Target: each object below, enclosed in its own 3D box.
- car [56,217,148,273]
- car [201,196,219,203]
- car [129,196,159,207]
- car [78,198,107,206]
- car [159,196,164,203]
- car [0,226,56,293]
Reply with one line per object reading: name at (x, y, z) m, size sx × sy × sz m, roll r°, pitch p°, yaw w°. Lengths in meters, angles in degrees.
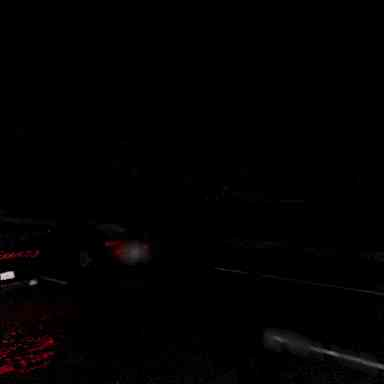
car at (-3.469, 1.531, 10.701) m, size 4.674 × 1.442 × 1.812 m, roll 0°, pitch 0°, yaw 35°
car at (3.755, 1.556, 67.810) m, size 1.812 × 1.442 × 4.674 m, roll 0°, pitch 0°, yaw 36°
car at (-7.774, 1.586, 52.018) m, size 1.994 × 1.385 × 4.181 m, roll 0°, pitch 0°, yaw 36°
car at (-17.077, 1.632, 57.043) m, size 1.895 × 1.301 × 4.718 m, roll 0°, pitch 0°, yaw 36°
car at (-8.042, 1.501, 69.416) m, size 1.882 × 1.535 × 5.008 m, roll 0°, pitch 0°, yaw 36°
car at (-5.627, 1.484, 7.952) m, size 5.008 × 1.535 × 1.882 m, roll 0°, pitch 0°, yaw 35°
